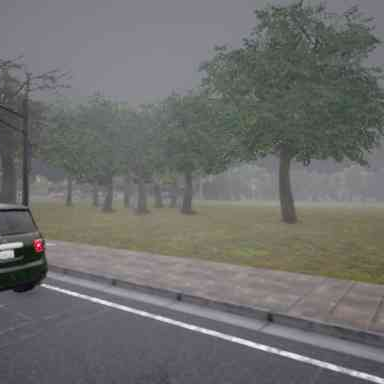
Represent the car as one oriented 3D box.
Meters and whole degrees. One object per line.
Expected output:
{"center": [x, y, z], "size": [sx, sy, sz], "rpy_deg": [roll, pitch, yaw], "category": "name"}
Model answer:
{"center": [-5.645, 1.269, 7.711], "size": [5.566, 2.045, 2.150], "rpy_deg": [0, 0, 35], "category": "car"}
